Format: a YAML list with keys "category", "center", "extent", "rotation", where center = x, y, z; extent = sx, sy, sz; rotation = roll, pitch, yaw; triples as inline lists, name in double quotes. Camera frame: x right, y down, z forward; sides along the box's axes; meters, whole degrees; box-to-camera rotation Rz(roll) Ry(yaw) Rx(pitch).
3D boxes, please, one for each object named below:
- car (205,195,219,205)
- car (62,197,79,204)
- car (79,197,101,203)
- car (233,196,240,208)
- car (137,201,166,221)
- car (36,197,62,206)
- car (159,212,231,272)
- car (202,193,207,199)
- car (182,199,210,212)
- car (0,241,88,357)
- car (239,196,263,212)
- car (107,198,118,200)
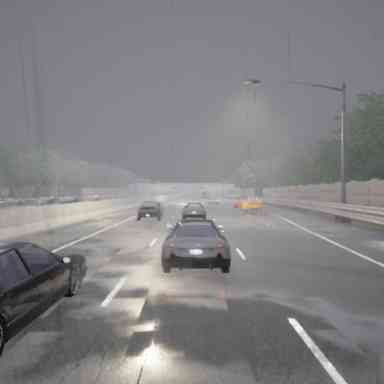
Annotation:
- category: "car"
  center: [3.899, 1.665, 61.856]
  extent: [1.895, 1.301, 4.718]
  rotation: [0, 0, 1]
- category: "car"
  center: [-20.696, 1.525, 57.061]
  extent: [1.882, 1.535, 5.008]
  rotation: [0, 0, 1]
- category: "car"
  center: [-17.197, 1.540, 57.304]
  extent: [2.128, 1.511, 4.902]
  rotation: [0, 0, 1]
- category: "car"
  center: [7.259, 1.385, 49.392]
  extent: [2.097, 1.767, 4.553]
  rotation: [0, 0, 1]
- category: "car"
  center: [-3.317, 1.504, 27.415]
  extent: [1.837, 1.490, 4.892]
  rotation: [0, 0, 0]
- category: "car"
  center: [-24.219, 1.535, 55.402]
  extent: [2.128, 1.511, 4.902]
  rotation: [0, 0, 1]
- category: "car"
  center: [0.115, 1.560, 10.850]
  extent: [1.994, 1.385, 4.181]
  rotation: [0, 0, 0]
- category: "car"
  center: [4.410, 1.653, 93.771]
  extent: [1.812, 1.442, 4.674]
  rotation: [0, 0, 1]
- category: "car"
  center: [0.186, 1.564, 27.936]
  extent: [1.994, 1.385, 4.181]
  rotation: [0, 0, 0]
- category: "car"
  center: [-3.394, 1.545, 5.498]
  extent: [2.033, 1.411, 5.357]
  rotation: [0, 0, 0]
- category: "car"
  center: [7.035, 1.491, 39.023]
  extent: [1.882, 1.535, 5.008]
  rotation: [0, 0, 2]
- category: "car"
  center: [-13.695, 1.650, 57.280]
  extent: [1.895, 1.301, 4.718]
  rotation: [0, 0, 1]
